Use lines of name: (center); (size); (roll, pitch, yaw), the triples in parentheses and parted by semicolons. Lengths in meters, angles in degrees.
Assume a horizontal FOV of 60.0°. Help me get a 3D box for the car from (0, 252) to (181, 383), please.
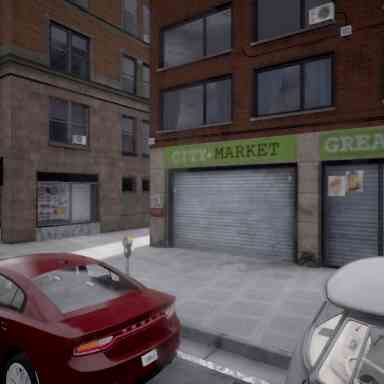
car: (-2.243, 1.544, 4.675); (4.507, 1.381, 1.887); (0, 0, 35)

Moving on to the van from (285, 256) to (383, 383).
van: (2.366, 1.341, 1.389); (3.998, 1.788, 1.690); (0, 0, 35)
